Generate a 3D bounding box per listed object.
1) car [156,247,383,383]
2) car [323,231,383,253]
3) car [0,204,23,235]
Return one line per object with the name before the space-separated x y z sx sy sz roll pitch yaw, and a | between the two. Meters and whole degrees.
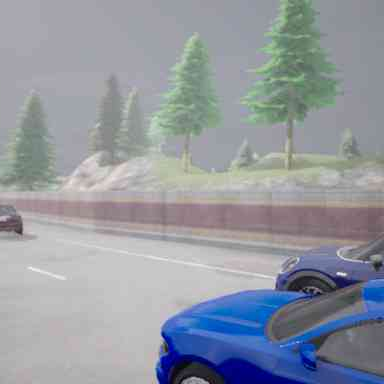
car | 1.926 1.485 2.716 5.008 1.535 1.882 0 0 36
car | 3.788 1.369 5.696 4.553 1.767 2.097 0 0 36
car | -11.123 1.435 18.376 4.553 1.767 2.097 0 0 44
